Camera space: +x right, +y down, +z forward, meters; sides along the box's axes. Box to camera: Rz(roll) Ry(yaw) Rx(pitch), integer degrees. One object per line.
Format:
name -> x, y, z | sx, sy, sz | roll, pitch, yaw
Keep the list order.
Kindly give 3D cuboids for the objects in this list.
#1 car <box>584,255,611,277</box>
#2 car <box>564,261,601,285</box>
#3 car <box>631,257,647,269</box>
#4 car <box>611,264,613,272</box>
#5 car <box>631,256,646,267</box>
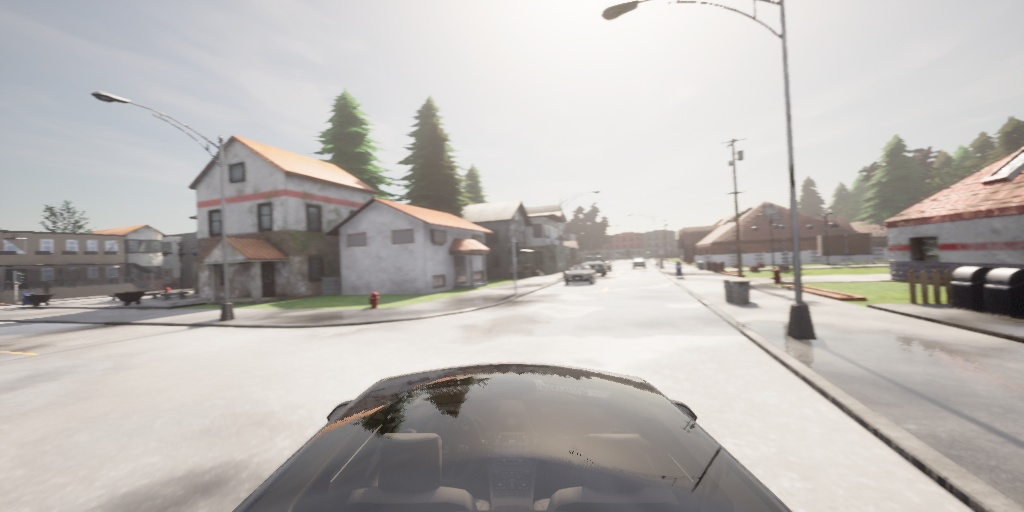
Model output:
car -> 8.091, 0.949, 35.118 | 2.150, 2.045, 5.566 | -3, -1, 19
car -> 5.119, 1.339, 26.470 | 1.994, 1.385, 4.181 | -3, -1, 19
car -> 17.174, 0.985, 48.501 | 2.033, 1.411, 5.357 | -3, -1, 19
car -> 11.376, 1.237, 44.501 | 1.994, 1.385, 4.181 | -3, -1, 20
car -> 20.957, 0.867, 59.459 | 2.128, 1.511, 4.902 | -3, -1, 19
